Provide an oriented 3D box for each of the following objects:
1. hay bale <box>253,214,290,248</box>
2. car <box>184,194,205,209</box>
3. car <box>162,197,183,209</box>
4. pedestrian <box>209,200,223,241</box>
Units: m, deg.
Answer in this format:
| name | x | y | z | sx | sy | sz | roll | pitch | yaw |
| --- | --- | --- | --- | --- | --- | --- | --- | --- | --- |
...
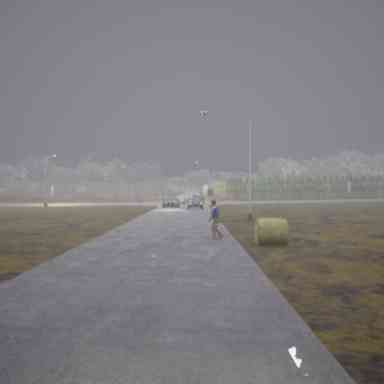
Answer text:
| name | x | y | z | sx | sy | sz | roll | pitch | yaw |
| --- | --- | --- | --- | --- | --- | --- | --- | --- | --- |
| hay bale | 3.244 | 1.568 | 13.680 | 1.220 | 1.180 | 1.240 | 1 | 2 | 0 |
| car | 0.357 | 1.244 | 38.707 | 2.033 | 1.411 | 5.357 | 0 | 1 | -1 |
| car | -2.445 | 1.249 | 39.916 | 1.994 | 1.385 | 4.181 | 0 | 1 | 1 |
| pedestrian | 0.996 | 1.201 | 14.485 | 0.375 | 1.860 | 0.375 | -1 | 2 | -10 |
